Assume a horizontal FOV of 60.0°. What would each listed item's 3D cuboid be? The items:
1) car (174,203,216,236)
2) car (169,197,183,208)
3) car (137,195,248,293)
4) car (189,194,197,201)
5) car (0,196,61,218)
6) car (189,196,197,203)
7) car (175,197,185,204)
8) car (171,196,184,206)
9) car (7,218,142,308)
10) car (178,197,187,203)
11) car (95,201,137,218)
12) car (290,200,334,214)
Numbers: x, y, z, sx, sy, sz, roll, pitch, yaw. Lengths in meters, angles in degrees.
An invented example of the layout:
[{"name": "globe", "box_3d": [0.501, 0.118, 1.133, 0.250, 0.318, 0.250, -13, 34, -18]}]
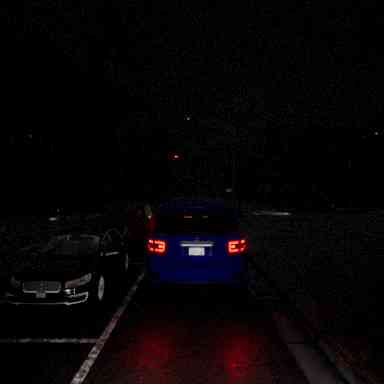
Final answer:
[{"name": "car", "box_3d": [0.187, 1.503, 19.532, 2.128, 1.511, 4.902, 0, 0, 1]}, {"name": "car", "box_3d": [-2.465, 1.546, 51.558, 1.967, 1.590, 4.097, 0, 0, 0]}, {"name": "car", "box_3d": [0.124, 1.223, 8.991, 2.150, 2.045, 5.566, 0, 0, 1]}, {"name": "car", "box_3d": [0.296, 1.487, 86.049, 2.097, 1.767, 4.553, 0, 0, 0]}, {"name": "car", "box_3d": [-15.187, 1.389, 30.840, 5.566, 2.045, 2.150, -1, 0, 0]}, {"name": "car", "box_3d": [0.260, 1.701, 75.658, 1.882, 1.535, 5.008, 0, 0, 0]}, {"name": "car", "box_3d": [-2.406, 1.772, 68.624, 1.802, 1.307, 4.206, 0, 0, 0]}, {"name": "car", "box_3d": [-2.445, 1.571, 57.246, 1.967, 1.590, 4.097, 0, 0, 0]}, {"name": "car", "box_3d": [-2.612, 1.551, 7.946, 2.008, 1.369, 4.403, 0, 0, 0]}, {"name": "car", "box_3d": [-2.368, 1.810, 80.001, 2.008, 1.369, 4.403, 0, 0, 0]}, {"name": "car", "box_3d": [-2.594, 1.319, 13.410, 2.192, 1.841, 5.009, 0, 0, 0]}, {"name": "car", "box_3d": [12.157, 1.500, 33.729, 4.181, 1.385, 1.994, 0, 0, 0]}]
